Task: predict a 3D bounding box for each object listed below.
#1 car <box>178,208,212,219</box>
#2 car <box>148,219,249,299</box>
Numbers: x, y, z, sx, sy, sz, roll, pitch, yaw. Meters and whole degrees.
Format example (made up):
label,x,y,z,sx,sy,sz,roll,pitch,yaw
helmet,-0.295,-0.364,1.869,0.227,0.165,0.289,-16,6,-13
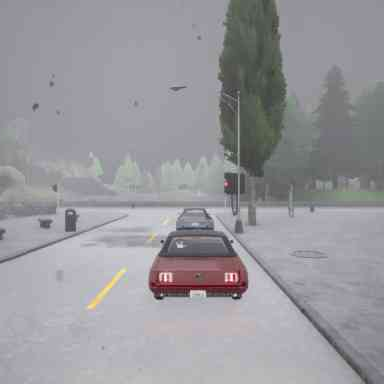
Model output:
label,x,y,z,sx,sy,sz,roll,pitch,yaw
car,0.157,1.564,18.413,1.994,1.385,4.181,0,0,0
car,0.125,1.601,8.373,1.895,1.301,4.718,0,0,0
